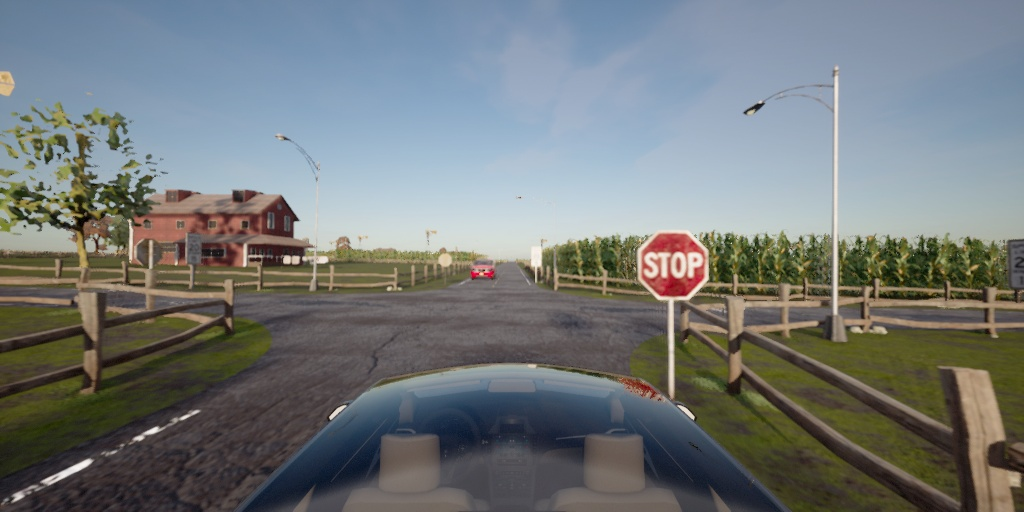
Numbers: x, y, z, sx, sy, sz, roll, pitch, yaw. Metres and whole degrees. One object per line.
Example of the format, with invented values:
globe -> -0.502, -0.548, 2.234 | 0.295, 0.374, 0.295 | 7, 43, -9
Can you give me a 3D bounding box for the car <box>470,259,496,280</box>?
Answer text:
car -> -2.709, 1.264, 34.783 | 2.150, 2.045, 5.566 | 0, 0, 0
